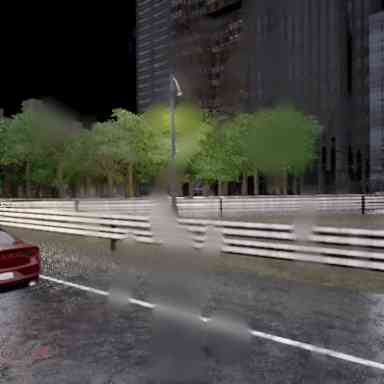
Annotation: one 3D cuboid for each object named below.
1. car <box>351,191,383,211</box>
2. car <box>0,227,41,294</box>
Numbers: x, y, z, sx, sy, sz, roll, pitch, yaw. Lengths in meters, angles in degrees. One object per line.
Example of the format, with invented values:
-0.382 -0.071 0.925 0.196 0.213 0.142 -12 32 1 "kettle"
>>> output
16.470 0.736 29.233 4.553 1.767 2.097 -1 0 -6 "car"
-5.609 1.468 7.880 5.008 1.535 1.882 0 0 35 "car"
